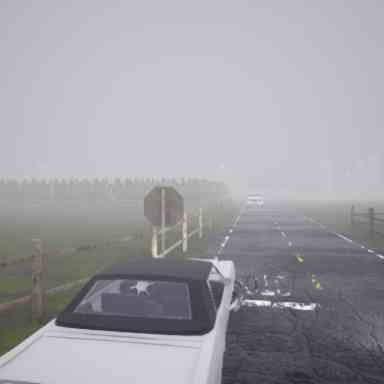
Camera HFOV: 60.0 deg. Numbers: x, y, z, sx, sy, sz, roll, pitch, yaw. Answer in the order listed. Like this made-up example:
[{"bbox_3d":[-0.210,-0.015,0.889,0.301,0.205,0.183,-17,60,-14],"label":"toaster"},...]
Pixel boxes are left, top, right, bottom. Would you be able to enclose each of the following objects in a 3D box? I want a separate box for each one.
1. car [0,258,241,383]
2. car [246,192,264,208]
[{"bbox_3d":[-0.392,1.596,4.726,1.895,1.301,4.718,0,0,10],"label":"car"},{"bbox_3d":[8.705,1.070,46.219,2.150,2.045,5.566,0,0,11],"label":"car"}]
